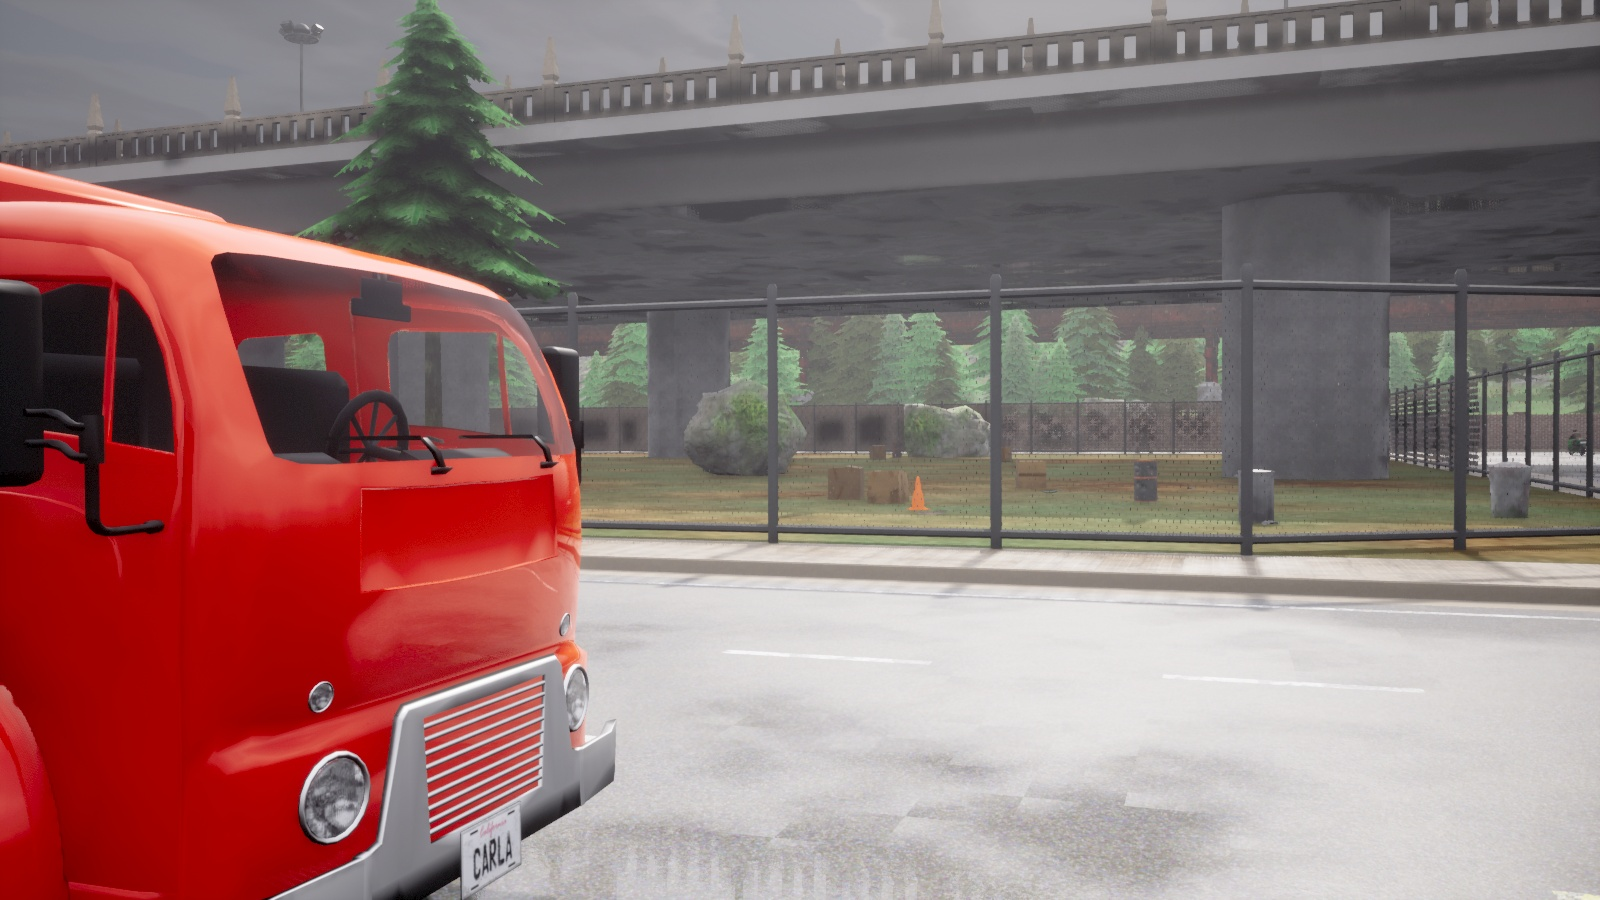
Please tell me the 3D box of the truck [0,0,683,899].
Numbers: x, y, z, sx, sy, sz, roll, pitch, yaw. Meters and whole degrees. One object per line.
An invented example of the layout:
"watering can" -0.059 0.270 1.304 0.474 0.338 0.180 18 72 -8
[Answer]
"truck" -3.327 0.258 4.304 5.204 2.467 2.627 1 1 19

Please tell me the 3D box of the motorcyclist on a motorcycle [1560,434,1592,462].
"motorcyclist on a motorcycle" 43.586 -0.102 70.547 0.797 1.523 2.044 -1 1 10

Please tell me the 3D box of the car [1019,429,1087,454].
"car" 18.090 -0.629 89.750 4.553 1.767 2.097 1 1 18
